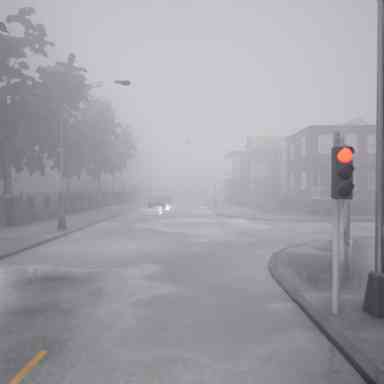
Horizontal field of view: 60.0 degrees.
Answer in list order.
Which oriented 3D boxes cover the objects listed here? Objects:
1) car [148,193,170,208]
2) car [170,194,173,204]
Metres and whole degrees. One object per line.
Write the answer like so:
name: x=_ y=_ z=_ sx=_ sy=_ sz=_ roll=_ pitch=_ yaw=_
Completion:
car: x=-4.059 y=1.133 z=39.559 sx=2.033 sy=1.411 sz=5.357 roll=0 pitch=1 yaw=0
car: x=-4.020 y=0.959 z=50.928 sx=2.128 sy=1.511 sz=4.902 roll=0 pitch=1 yaw=1
